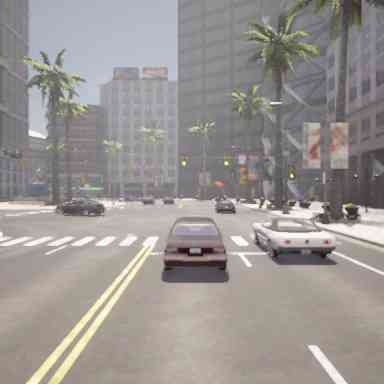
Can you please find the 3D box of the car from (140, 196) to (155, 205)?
[{"bbox_3d":[-7.374,1.561,57.028,1.895,1.301,4.718,0,0,-4],"label":"car"}]

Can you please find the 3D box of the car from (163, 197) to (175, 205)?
[{"bbox_3d":[-4.089,1.559,59.269,1.895,1.301,4.718,0,0,-7],"label":"car"}]

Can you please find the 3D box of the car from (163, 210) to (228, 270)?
[{"bbox_3d":[0.092,1.540,10.958,2.033,1.411,5.357,0,0,0],"label":"car"}]

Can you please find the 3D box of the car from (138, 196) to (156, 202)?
[{"bbox_3d":[-10.171,1.543,74.529,1.895,1.301,4.718,0,0,-36],"label":"car"}]

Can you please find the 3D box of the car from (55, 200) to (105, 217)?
[{"bbox_3d":[-10.560,1.483,31.303,4.892,1.490,1.837,0,-1,21],"label":"car"}]

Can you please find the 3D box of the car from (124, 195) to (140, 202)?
[{"bbox_3d":[-13.355,1.474,72.926,1.812,1.442,4.674,0,0,-36],"label":"car"}]

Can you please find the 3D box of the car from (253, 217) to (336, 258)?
[{"bbox_3d":[3.595,1.592,12.663,1.895,1.301,4.718,0,0,0],"label":"car"}]

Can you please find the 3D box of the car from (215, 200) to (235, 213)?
[{"bbox_3d":[3.605,1.538,36.670,1.994,1.385,4.181,0,0,0],"label":"car"}]
